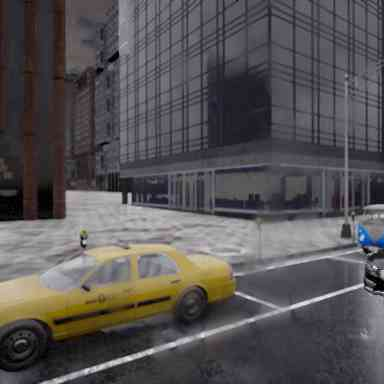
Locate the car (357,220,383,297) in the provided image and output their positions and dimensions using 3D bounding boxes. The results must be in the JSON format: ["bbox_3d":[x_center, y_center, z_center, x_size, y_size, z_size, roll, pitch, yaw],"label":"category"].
[{"bbox_3d":[5.761,1.476,7.445,4.902,1.511,2.128,0,0,-35],"label":"car"}]

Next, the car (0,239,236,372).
[{"bbox_3d":[-1.428,1.522,5.623,4.829,1.417,1.752,0,0,-35],"label":"car"}]

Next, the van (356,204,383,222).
[{"bbox_3d":[7.590,1.318,11.999,3.998,1.788,1.690,0,0,-35],"label":"van"}]
